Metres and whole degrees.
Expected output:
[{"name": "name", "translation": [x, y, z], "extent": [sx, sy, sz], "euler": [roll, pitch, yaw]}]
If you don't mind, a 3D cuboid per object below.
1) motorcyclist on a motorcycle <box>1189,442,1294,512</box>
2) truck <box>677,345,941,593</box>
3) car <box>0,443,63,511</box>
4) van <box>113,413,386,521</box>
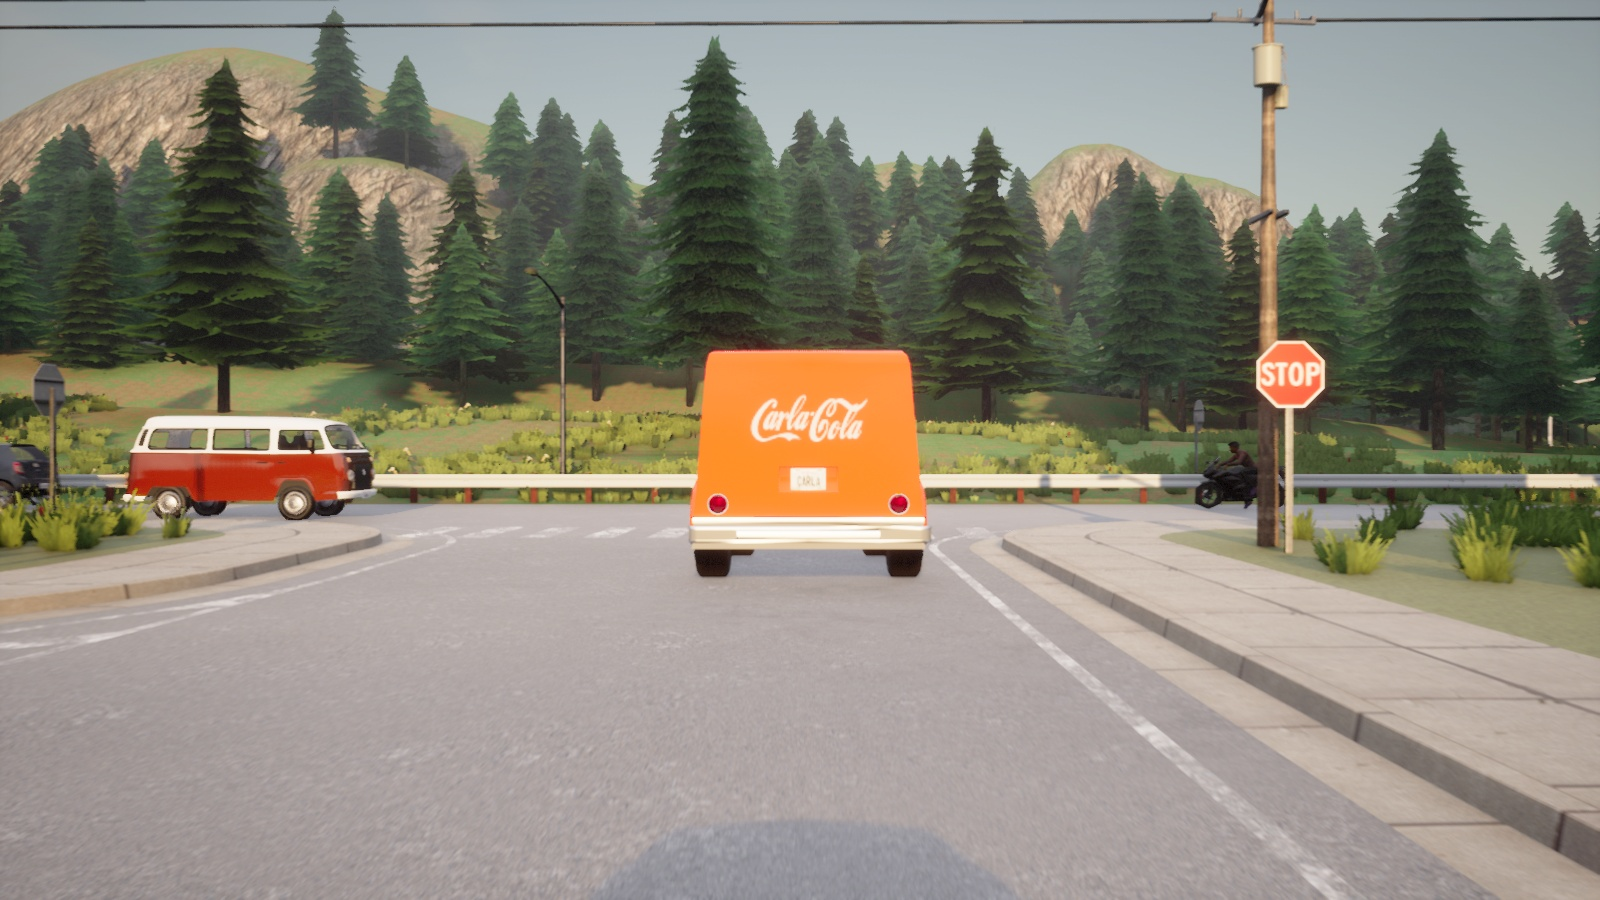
[{"name": "motorcyclist on a motorcycle", "translation": [9.762, 0.580, 27.818], "extent": [2.044, 1.523, 0.797], "euler": [0, 0, 1]}, {"name": "truck", "translation": [0.102, 0.175, 15.096], "extent": [2.627, 2.467, 5.204], "euler": [0, 0, 0]}, {"name": "car", "translation": [-19.075, 0.584, 28.492], "extent": [3.633, 1.501, 1.845], "euler": [0, 0, 1]}, {"name": "van", "translation": [-10.757, 0.321, 24.795], "extent": [4.480, 2.038, 2.069], "euler": [0, 0, 1]}]
